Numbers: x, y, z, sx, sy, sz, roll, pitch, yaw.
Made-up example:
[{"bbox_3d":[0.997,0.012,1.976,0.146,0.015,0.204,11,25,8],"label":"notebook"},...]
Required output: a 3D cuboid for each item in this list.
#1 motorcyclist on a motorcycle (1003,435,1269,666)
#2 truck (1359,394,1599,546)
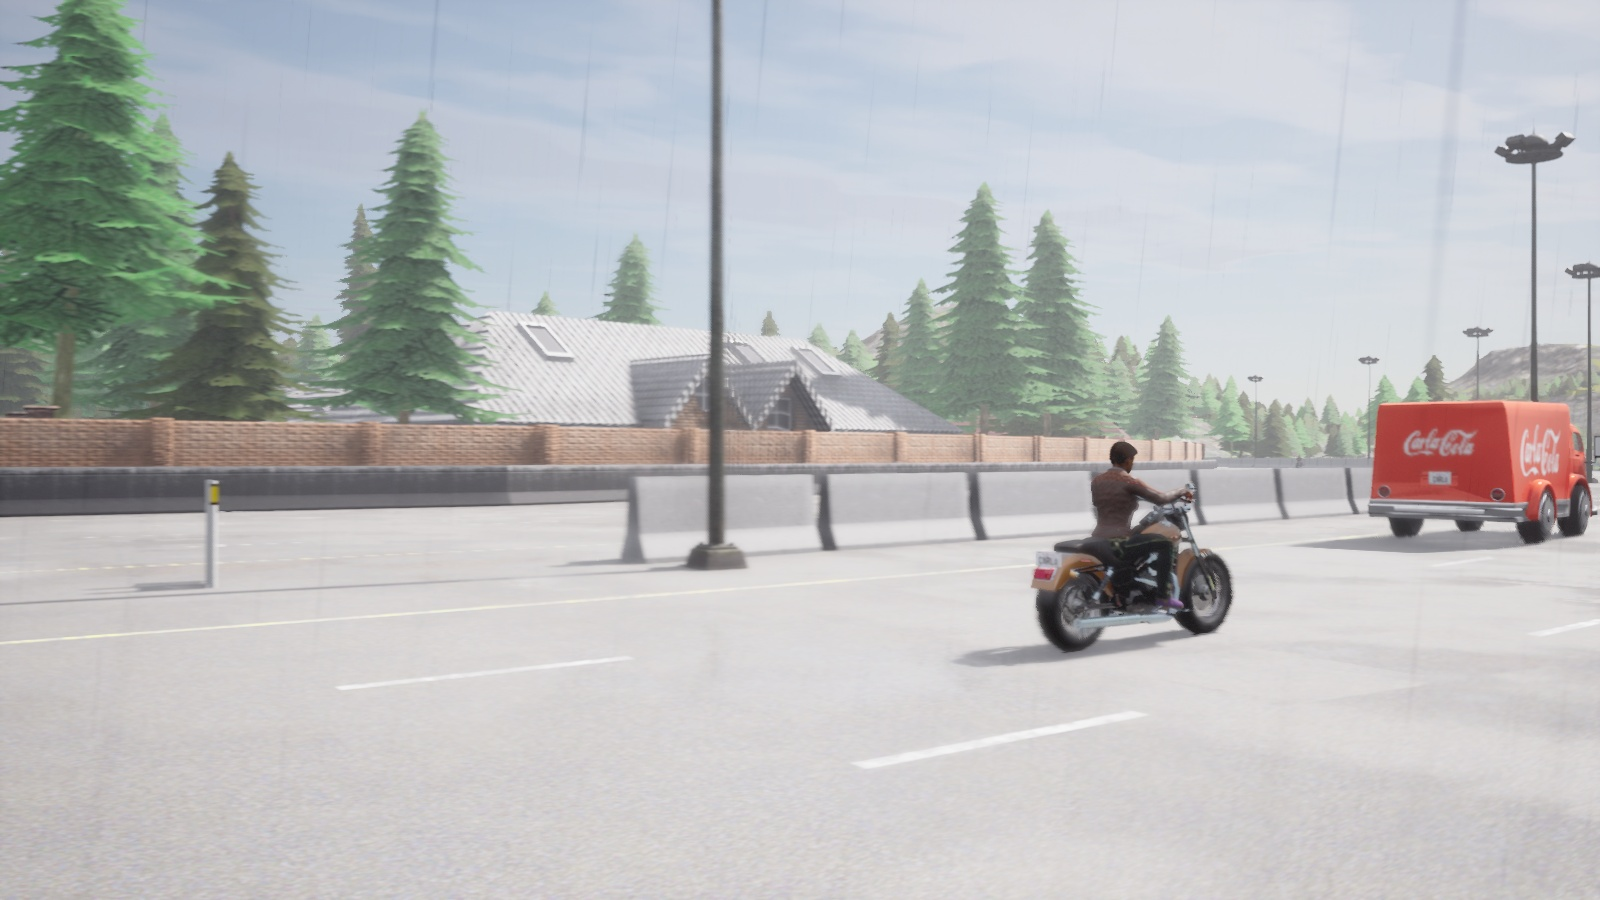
[{"bbox_3d":[2.724,0.729,10.018,2.350,1.649,0.766,0,-1,-37],"label":"motorcyclist on a motorcycle"},{"bbox_3d":[12.707,0.317,23.056,5.204,2.467,2.627,0,0,-43],"label":"truck"}]
